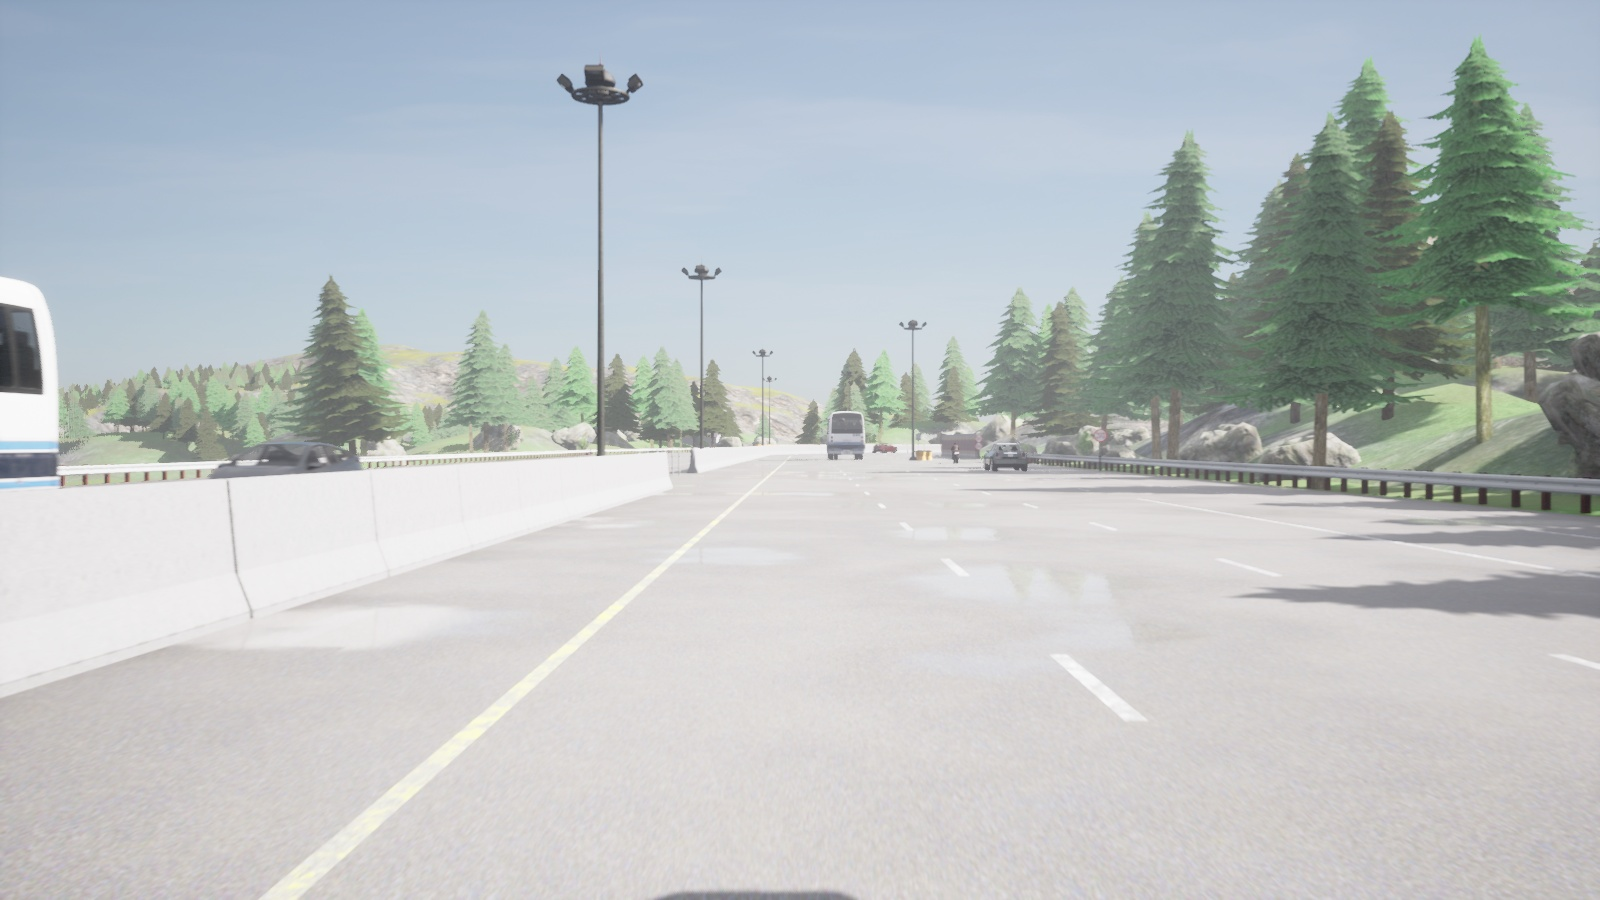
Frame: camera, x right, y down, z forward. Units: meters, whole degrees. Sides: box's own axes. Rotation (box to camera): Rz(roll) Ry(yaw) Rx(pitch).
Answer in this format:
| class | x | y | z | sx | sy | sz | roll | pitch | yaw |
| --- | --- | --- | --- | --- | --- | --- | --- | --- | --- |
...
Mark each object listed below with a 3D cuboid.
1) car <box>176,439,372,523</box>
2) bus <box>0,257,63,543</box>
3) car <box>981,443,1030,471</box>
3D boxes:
| class | x | y | z | sx | sy | sz | roll | pitch | yaw |
| --- | --- | --- | --- | --- | --- | --- | --- | --- | --- |
| car | -10.340 | 0.543 | 25.091 | 2.007 | 1.525 | 4.514 | 0 | 0 | 0 |
| bus | -13.897 | -0.727 | 15.137 | 3.944 | 4.253 | 10.273 | 0 | 0 | 0 |
| car | 10.900 | 0.344 | 66.792 | 1.970 | 1.475 | 3.806 | 0 | 0 | 0 |
